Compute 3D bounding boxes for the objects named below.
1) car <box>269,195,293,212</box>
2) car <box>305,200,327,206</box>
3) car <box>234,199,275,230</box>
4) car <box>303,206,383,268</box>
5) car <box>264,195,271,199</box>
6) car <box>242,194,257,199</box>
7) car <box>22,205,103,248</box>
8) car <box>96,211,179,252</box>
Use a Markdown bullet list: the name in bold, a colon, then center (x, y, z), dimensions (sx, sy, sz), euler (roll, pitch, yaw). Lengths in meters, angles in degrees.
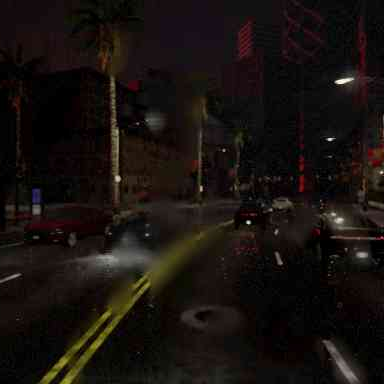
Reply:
- **car**: center (10.035, 1.384, 36.745), dimensions (1.812, 1.442, 4.674), euler (0, 0, 22)
- **car**: center (11.699, 1.436, 31.542), dimensions (2.033, 1.411, 5.357), euler (0, 0, 22)
- **car**: center (3.832, 1.419, 20.546), dimensions (1.837, 1.490, 4.892), euler (0, 0, 18)
- **car**: center (4.979, 1.454, 11.269), dimensions (2.128, 1.511, 4.902), euler (0, 0, 10)
- **car**: center (12.712, 1.209, 52.999), dimensions (1.837, 1.490, 4.892), euler (0, 0, 22)
- **car**: center (9.467, 1.192, 54.311), dimensions (1.837, 1.490, 4.892), euler (0, 0, 22)
- **car**: center (-5.205, 1.390, 14.649), dimensions (1.882, 1.535, 5.008), euler (0, 0, 12)
- **car**: center (-1.866, 1.493, 13.452), dimensions (1.994, 1.385, 4.181), euler (0, 0, 12)
